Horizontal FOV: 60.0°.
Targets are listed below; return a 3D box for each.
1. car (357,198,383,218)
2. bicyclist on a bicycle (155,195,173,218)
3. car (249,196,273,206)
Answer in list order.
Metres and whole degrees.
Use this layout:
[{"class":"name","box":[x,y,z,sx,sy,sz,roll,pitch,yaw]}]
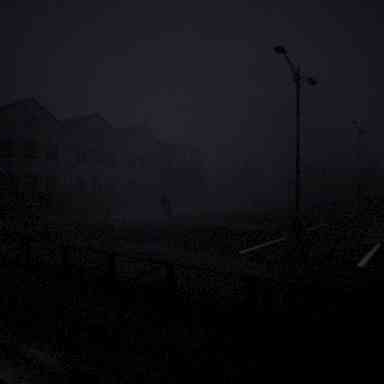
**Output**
[{"class":"car","box":[14.850,1.278,27.220,2.007,1.523,4.514,0,0,35]},{"class":"bicyclist on a bicycle","box":[-1.967,1.025,23.449,1.656,1.620,0.582,0,0,35]},{"class":"car","box":[9.753,1.249,46.949,2.033,1.411,5.357,0,0,33]}]
